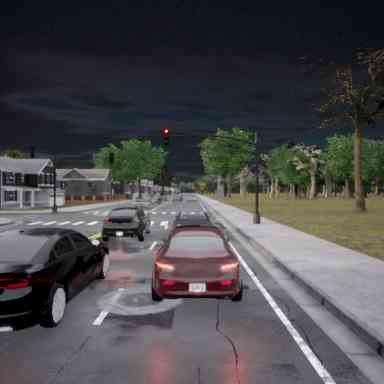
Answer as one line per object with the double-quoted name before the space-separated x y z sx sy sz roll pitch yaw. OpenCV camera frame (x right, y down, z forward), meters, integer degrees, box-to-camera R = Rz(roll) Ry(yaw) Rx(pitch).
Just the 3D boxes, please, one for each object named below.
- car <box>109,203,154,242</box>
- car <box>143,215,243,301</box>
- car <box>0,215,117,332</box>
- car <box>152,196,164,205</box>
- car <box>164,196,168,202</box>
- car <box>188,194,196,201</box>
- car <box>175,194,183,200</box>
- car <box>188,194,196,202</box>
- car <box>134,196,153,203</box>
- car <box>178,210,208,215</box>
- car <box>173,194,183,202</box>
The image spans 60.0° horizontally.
"car" -3.125 1.504 16.400 1.837 1.490 4.892 0 0 -2
"car" 0.102 1.525 8.178 1.812 1.442 4.674 0 0 0
"car" -3.152 1.477 6.981 1.882 1.535 5.008 0 -1 0
"car" -6.573 1.466 58.465 2.128 1.511 4.902 0 0 0
"car" -6.497 1.509 73.728 1.994 1.385 4.181 0 0 0
"car" 0.004 1.327 83.955 2.128 1.511 4.902 0 0 0
"car" -3.246 1.326 83.956 1.812 1.442 4.674 0 0 0
"car" 0.003 1.549 73.981 1.895 1.301 4.718 0 0 0
"car" -6.595 1.589 43.105 1.895 1.301 4.718 0 0 0
"car" 0.045 1.600 17.344 1.895 1.301 4.718 0 0 1
"car" -3.247 1.493 73.535 2.033 1.411 5.357 0 0 0
